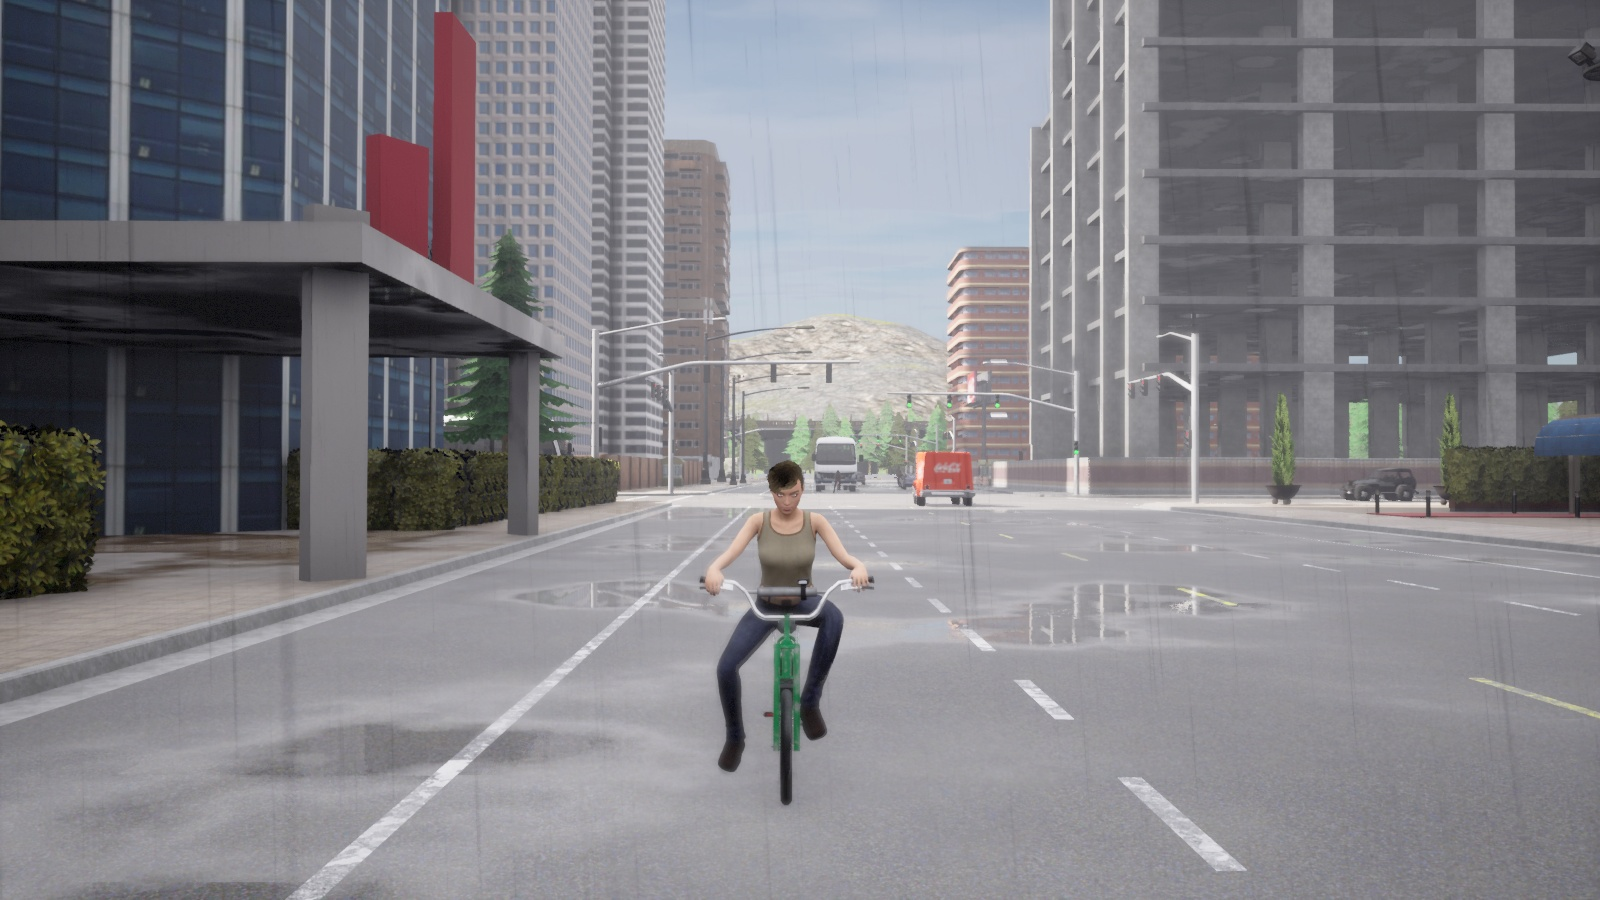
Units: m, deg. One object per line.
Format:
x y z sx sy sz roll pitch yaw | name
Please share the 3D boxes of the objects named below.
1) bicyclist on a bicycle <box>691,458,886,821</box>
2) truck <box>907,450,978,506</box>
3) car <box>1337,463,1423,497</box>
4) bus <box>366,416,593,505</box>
-0.061 0.858 6.372 0.866 1.612 1.509 0 -1 -1 | bicyclist on a bicycle
6.527 1.278 58.317 2.627 2.467 5.204 0 -1 -1 | truck
32.102 1.647 69.561 3.866 1.878 1.905 0 -1 0 | car
-15.772 0.549 62.540 10.273 4.253 3.944 0 -1 0 | bus
